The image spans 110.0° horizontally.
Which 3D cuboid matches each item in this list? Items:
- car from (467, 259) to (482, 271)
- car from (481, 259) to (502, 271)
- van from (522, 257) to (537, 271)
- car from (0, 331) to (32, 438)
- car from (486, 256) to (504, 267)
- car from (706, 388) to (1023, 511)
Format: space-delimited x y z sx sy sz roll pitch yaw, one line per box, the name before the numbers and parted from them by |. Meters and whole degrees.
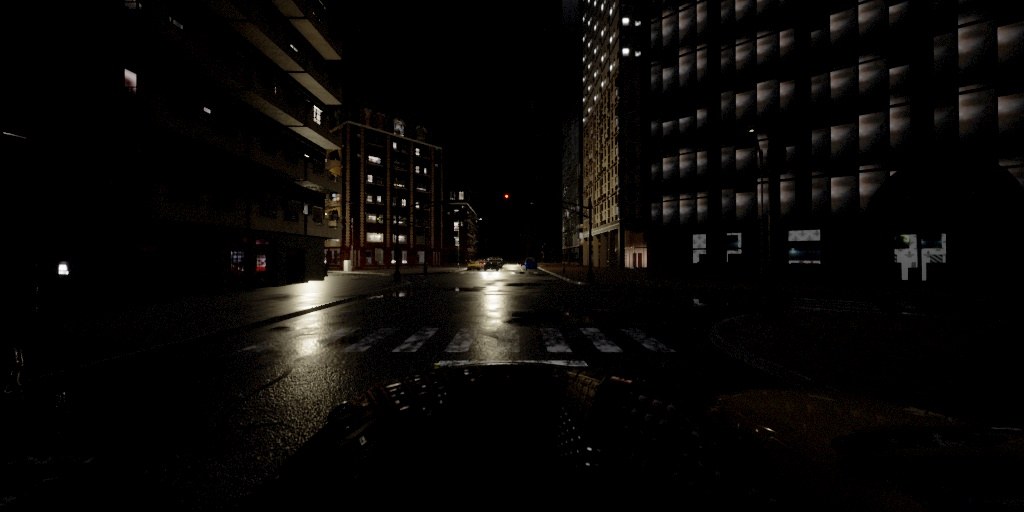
car | -5.255 1.321 49.917 1.751 1.417 4.829 0 0 0
car | -2.789 1.395 49.240 1.895 1.301 4.718 0 0 0
van | 2.625 1.137 50.077 1.690 1.789 3.998 0 0 0
car | -5.318 1.064 1.088 2.192 1.841 5.009 0 0 0
car | -2.765 1.037 59.164 2.150 2.045 5.566 0 0 0
car | 2.563 1.275 1.254 1.751 1.417 4.829 0 0 0
